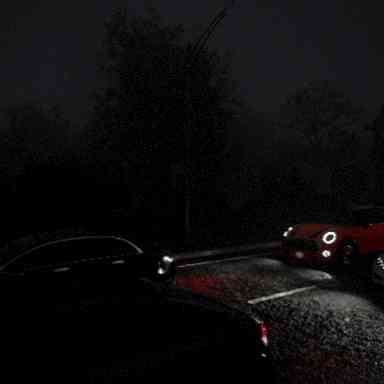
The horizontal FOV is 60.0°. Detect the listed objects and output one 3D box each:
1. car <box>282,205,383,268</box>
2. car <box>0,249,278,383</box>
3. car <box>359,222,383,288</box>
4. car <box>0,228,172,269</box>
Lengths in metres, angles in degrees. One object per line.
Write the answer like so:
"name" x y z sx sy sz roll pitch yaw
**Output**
"car" 5.179 1.273 11.142 4.553 1.767 2.097 -1 1 -30
"car" -1.203 1.554 2.952 4.181 1.385 1.994 0 0 -35
"car" 6.177 1.466 7.685 4.674 1.442 1.812 -1 1 -31
"car" -2.592 1.487 6.241 4.892 1.490 1.837 0 0 -34
